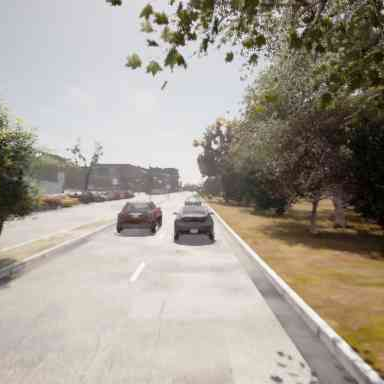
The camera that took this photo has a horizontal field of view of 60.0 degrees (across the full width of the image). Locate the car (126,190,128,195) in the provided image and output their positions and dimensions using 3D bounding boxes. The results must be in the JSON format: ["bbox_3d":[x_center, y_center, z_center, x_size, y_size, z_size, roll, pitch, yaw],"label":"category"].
[{"bbox_3d":[-16.811,0.930,71.904,4.674,1.452,2.002,-1,1,-20],"label":"car"}]

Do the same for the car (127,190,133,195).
[{"bbox_3d":[-16.833,0.623,74.899,5.566,2.045,2.435,-1,1,-20],"label":"car"}]

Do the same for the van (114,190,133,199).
[{"bbox_3d":[-16.648,0.614,80.971,4.442,1.987,1.878,-1,0,-19],"label":"van"}]

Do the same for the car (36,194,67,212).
[{"bbox_3d":[-16.812,0.932,35.905,5.566,2.045,2.435,-1,0,-20],"label":"car"}]

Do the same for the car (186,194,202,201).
[{"bbox_3d":[0.082,1.250,35.055,2.033,1.411,5.357,0,1,0],"label":"car"}]

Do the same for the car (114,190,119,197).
[{"bbox_3d":[-16.854,0.969,62.883,4.792,1.488,2.163,-1,1,-20],"label":"car"}]

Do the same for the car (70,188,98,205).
[{"bbox_3d":[-16.859,0.799,47.875,5.566,2.045,2.435,-1,1,-20],"label":"car"}]

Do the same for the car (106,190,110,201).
[{"bbox_3d":[-16.864,0.852,56.888,4.553,1.767,2.185,-1,0,-20],"label":"car"}]

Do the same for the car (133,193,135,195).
[{"bbox_3d":[-16.762,0.606,77.935,5.566,2.045,2.435,-1,0,-20],"label":"car"}]

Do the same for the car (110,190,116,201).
[{"bbox_3d":[-16.837,0.959,59.899,4.892,1.521,2.231,-1,0,-20],"label":"car"}]

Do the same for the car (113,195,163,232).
[{"bbox_3d":[-2.910,1.254,19.327,2.097,1.767,4.553,0,1,0],"label":"car"}]

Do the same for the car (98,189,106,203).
[{"bbox_3d":[-16.801,0.873,53.902,4.553,1.767,2.185,-1,1,-20],"label":"car"}]

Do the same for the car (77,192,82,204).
[{"bbox_3d":[-17.005,1.112,41.826,5.366,1.575,1.946,-1,1,-20],"label":"car"}]

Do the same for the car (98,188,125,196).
[{"bbox_3d":[-16.857,0.672,65.885,5.566,2.045,2.435,-1,1,-20],"label":"car"}]

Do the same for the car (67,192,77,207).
[{"bbox_3d":[-16.658,1.139,38.960,5.366,1.575,1.946,-1,1,-20],"label":"car"}]

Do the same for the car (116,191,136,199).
[{"bbox_3d":[-16.675,0.700,83.950,4.553,1.767,2.185,-1,1,-19],"label":"car"}]

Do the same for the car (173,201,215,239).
[{"bbox_3d":[0.091,1.431,16.891,1.837,1.490,4.892,0,0,0],"label":"car"}]
